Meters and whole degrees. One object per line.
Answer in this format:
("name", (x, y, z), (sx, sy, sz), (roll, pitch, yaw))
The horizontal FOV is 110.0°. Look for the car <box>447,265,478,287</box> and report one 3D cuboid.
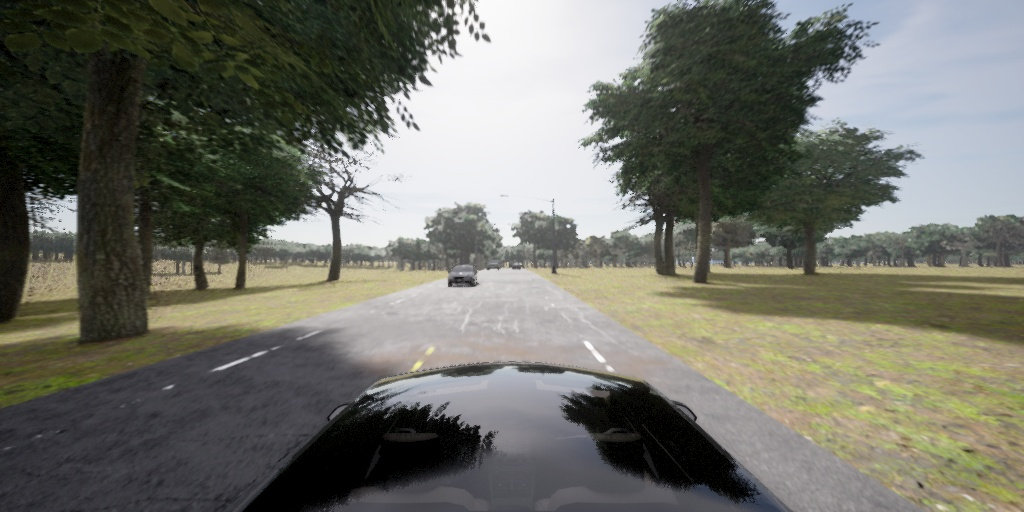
("car", (-3.597, 1.441, 26.857), (1.837, 1.490, 4.892), (0, -1, 0))
